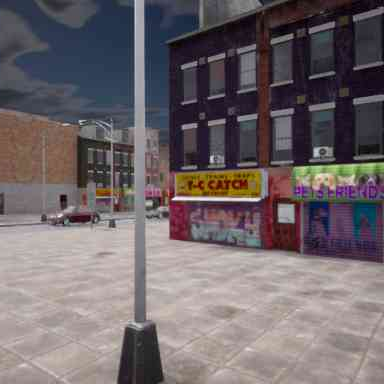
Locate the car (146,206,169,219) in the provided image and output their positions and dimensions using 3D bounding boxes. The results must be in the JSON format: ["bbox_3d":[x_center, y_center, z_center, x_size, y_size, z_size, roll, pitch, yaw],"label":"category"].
[{"bbox_3d":[-3.063,2.170,35.504,2.008,1.369,4.403,-2,-2,36],"label":"car"}]

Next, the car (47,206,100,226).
[{"bbox_3d":[-9.487,1.825,26.712,1.967,1.590,4.097,-2,-2,36],"label":"car"}]
